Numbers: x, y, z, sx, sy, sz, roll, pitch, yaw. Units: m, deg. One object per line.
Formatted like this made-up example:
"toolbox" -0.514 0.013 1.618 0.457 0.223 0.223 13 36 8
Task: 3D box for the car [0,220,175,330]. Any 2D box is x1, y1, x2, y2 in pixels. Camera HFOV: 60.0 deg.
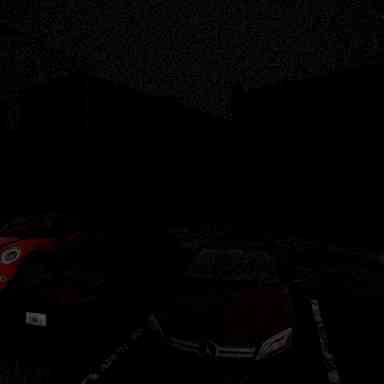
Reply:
"car" -1.674 1.516 7.258 2.163 1.488 4.792 1 -1 16

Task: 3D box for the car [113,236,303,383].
"car" 0.775 1.526 5.539 2.002 1.452 4.674 1 -1 16

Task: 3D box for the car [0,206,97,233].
"car" -4.093 1.363 9.067 2.185 1.767 4.553 1 -1 16
